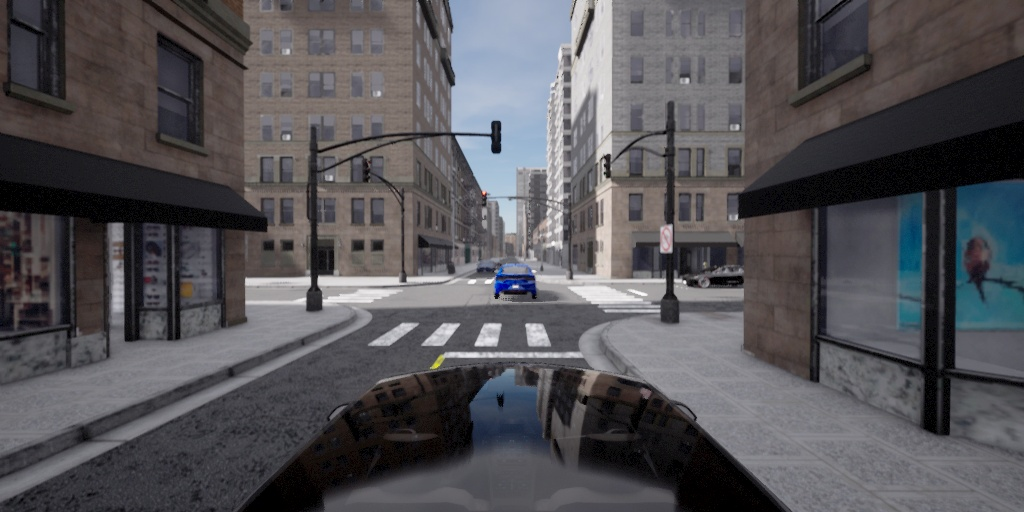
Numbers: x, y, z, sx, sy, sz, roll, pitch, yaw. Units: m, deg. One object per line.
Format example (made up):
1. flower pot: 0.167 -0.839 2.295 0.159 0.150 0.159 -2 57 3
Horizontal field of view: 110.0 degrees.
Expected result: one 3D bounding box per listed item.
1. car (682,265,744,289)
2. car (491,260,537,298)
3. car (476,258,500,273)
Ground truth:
1. car: 12.448 1.192 21.316 4.313 1.339 1.948 0 0 0
2. car: 0.165 1.132 17.665 1.882 1.535 5.008 0 0 0
3. car: -2.696 1.081 38.432 2.033 1.411 5.357 0 0 0
